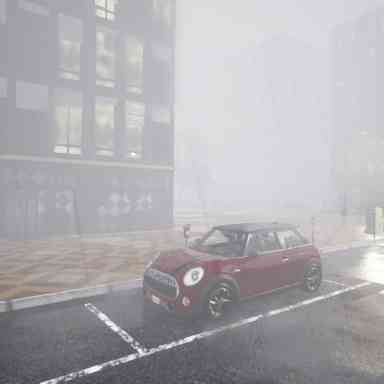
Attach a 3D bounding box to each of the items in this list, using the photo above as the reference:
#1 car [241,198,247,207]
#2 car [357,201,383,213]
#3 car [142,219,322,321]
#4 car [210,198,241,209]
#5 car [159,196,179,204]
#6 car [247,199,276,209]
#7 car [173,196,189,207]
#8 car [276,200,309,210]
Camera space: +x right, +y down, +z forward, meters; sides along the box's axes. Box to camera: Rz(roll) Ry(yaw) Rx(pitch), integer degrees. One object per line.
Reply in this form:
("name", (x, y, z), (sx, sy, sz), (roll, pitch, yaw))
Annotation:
("car", (7.881, 1.725, 56.133), (1.967, 1.590, 4.097), (1, -1, -35))
("car", (21.011, 1.730, 37.637), (1.947, 1.339, 4.313), (1, -1, -35))
("car", (0.960, 1.442, 7.241), (4.097, 1.590, 1.967), (0, 1, -36))
("car", (4.327, 1.677, 46.662), (2.008, 1.369, 4.403), (1, -1, -35))
("car", (-5.249, 1.724, 74.631), (2.192, 1.841, 5.009), (1, -1, -35))
("car", (11.164, 1.799, 51.509), (1.887, 1.381, 4.507), (1, -1, -35))
("car", (-2.238, 1.733, 55.910), (1.887, 1.381, 4.507), (1, -1, -35))
("car", (14.445, 1.806, 46.884), (1.802, 1.307, 4.206), (1, -1, -35))
